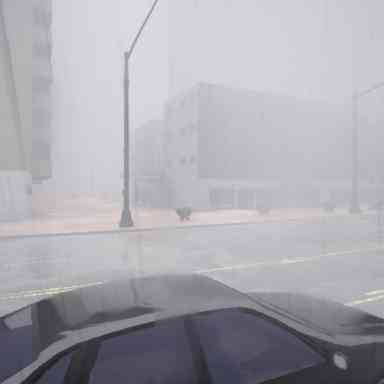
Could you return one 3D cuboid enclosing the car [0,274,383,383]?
[{"bbox_3d":[-0.148,1.547,3.007,5.357,1.411,2.033,0,0,-26],"label":"car"}]
